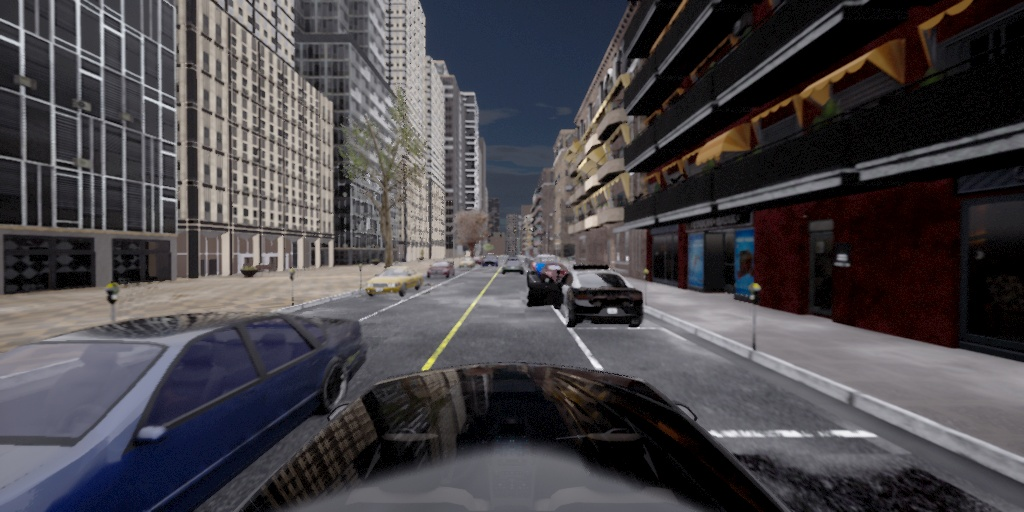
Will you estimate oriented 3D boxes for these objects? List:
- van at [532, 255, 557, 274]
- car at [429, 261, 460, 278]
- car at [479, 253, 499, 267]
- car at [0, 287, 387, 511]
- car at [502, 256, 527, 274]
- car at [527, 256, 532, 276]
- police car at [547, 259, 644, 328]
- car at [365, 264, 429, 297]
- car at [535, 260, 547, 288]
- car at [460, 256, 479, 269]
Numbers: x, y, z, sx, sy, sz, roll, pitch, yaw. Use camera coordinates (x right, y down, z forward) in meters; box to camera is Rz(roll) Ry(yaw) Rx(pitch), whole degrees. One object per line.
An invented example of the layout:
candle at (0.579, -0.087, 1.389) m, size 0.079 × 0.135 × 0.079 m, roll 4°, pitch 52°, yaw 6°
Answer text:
van at (2.740, 0.793, 28.912) m, size 1.690 × 1.789 × 3.998 m, roll 0°, pitch 0°, yaw 0°
car at (-5.640, 1.034, 28.929) m, size 1.802 × 1.307 × 4.207 m, roll 0°, pitch 0°, yaw 0°
car at (-2.912, 0.605, 48.759) m, size 2.097 × 1.767 × 4.553 m, roll 0°, pitch 1°, yaw 0°
car at (-3.097, 1.281, 3.166) m, size 2.033 × 1.411 × 5.357 m, roll 0°, pitch 1°, yaw 0°
car at (0.094, 0.964, 33.752) m, size 1.994 × 1.385 × 4.181 m, roll 0°, pitch 1°, yaw 0°
car at (2.751, 0.832, 34.445) m, size 1.967 × 1.591 × 4.097 m, roll 0°, pitch 0°, yaw 0°
police car at (2.385, 1.070, 11.087) m, size 1.930 × 1.638 × 5.238 m, roll 0°, pitch 1°, yaw 0°
car at (-5.661, 1.096, 17.694) m, size 1.751 × 1.417 × 4.829 m, roll 0°, pitch 0°, yaw 0°
car at (2.730, 1.093, 23.381) m, size 1.802 × 1.307 × 4.207 m, roll 0°, pitch 0°, yaw 0°
car at (-5.609, 0.801, 45.356) m, size 1.751 × 1.417 × 4.829 m, roll 0°, pitch 0°, yaw 0°
